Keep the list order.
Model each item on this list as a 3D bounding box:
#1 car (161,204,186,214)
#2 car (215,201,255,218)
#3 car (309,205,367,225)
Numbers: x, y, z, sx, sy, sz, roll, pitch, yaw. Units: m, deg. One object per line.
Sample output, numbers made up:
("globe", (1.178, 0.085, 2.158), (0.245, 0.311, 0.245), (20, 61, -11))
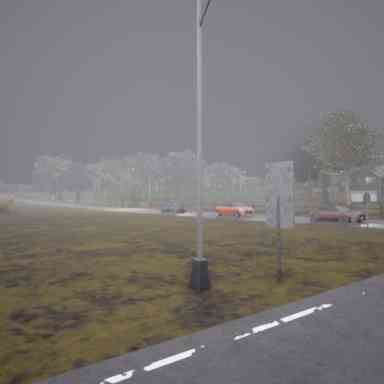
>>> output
("car", (-2.566, 2.282, 45.407), (1.994, 1.385, 4.181), (-1, 0, -35))
("car", (4.518, 1.813, 35.345), (2.097, 1.767, 4.553), (-1, -1, -35))
("car", (11.241, 1.742, 25.762), (1.994, 1.385, 4.181), (-1, -1, -34))
